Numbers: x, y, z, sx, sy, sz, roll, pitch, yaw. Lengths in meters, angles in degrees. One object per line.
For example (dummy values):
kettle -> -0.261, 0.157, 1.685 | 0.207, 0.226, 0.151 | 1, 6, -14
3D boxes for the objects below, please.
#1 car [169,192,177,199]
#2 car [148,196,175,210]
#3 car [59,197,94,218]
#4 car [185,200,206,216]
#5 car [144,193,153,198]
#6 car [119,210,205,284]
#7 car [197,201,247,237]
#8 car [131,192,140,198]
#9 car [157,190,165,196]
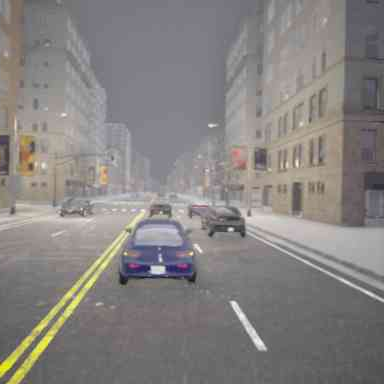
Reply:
car -> -4.990, 1.003, 89.368 | 1.882, 1.535, 5.008 | 1, 0, -5
car -> -2.605, 1.331, 28.001 | 1.837, 1.490, 4.892 | 1, 0, -5
car -> -9.182, 1.194, 26.838 | 1.837, 1.490, 4.892 | 1, 0, -5
car -> 0.555, 1.387, 28.017 | 2.128, 1.511, 4.902 | 1, 0, -5
car -> -11.128, 0.890, 85.077 | 1.882, 1.535, 5.008 | 1, 0, -5
car -> -0.915, 1.465, 9.285 | 1.812, 1.442, 4.674 | 1, 0, -5
car -> 1.581, 1.464, 17.734 | 1.837, 1.490, 4.892 | 1, 0, -5
car -> -14.365, 0.868, 84.784 | 2.128, 1.511, 4.902 | 1, 0, -5
car -> -8.223, 0.681, 89.104 | 2.150, 2.045, 5.566 | 1, 0, -5
